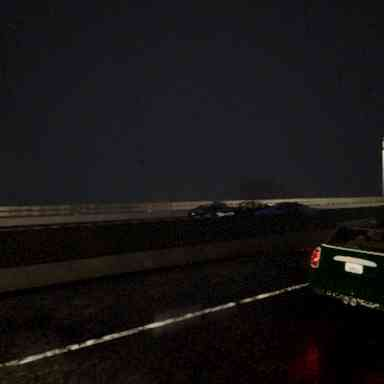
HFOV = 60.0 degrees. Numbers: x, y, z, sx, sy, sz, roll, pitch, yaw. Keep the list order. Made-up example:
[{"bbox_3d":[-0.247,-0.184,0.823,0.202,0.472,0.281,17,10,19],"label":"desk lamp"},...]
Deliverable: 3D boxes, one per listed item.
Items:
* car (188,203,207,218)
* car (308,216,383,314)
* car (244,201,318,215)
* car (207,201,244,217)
[{"bbox_3d":[1.729,1.479,26.595,4.181,1.385,1.994,0,0,-35],"label":"car"},{"bbox_3d":[4.510,1.313,6.927,4.553,1.767,2.097,0,0,-35],"label":"car"},{"bbox_3d":[5.916,1.394,20.984,5.008,1.535,1.882,0,0,-35],"label":"car"},{"bbox_3d":[3.875,1.407,23.826,4.902,1.511,2.128,0,0,-35],"label":"car"}]
